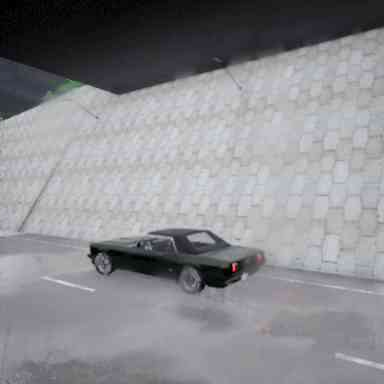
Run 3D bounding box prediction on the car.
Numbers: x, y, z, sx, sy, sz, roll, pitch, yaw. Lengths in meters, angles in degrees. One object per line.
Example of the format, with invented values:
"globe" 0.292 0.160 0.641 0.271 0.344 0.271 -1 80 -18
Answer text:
"car" -0.624 1.617 8.743 4.718 1.301 1.895 0 0 36
